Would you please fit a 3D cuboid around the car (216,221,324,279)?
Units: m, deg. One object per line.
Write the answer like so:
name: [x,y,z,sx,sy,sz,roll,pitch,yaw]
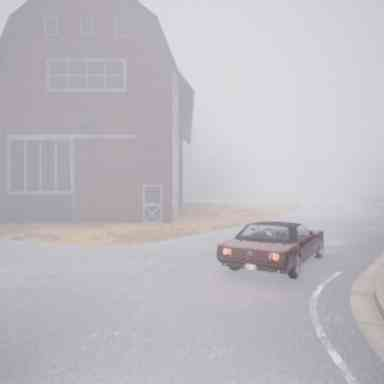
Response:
car: [2.593,1.507,9.917,1.895,1.301,4.718,0,1,32]
